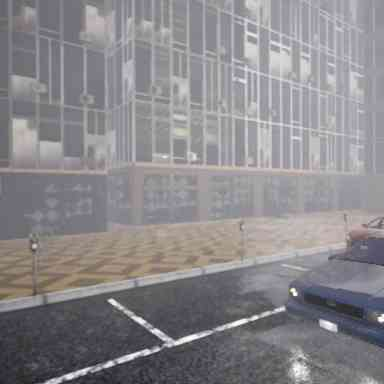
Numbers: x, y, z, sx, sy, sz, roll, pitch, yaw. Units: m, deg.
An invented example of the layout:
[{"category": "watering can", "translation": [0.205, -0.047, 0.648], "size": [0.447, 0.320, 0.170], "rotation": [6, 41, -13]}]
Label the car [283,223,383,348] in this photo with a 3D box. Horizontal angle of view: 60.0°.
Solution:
[{"category": "car", "translation": [4.123, 1.515, 6.321], "size": [5.357, 1.411, 2.033], "rotation": [0, 0, -35]}]

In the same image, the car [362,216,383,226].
[{"category": "car", "translation": [7.218, 1.485, 11.714], "size": [4.507, 1.381, 1.887], "rotation": [0, 0, -36]}]
